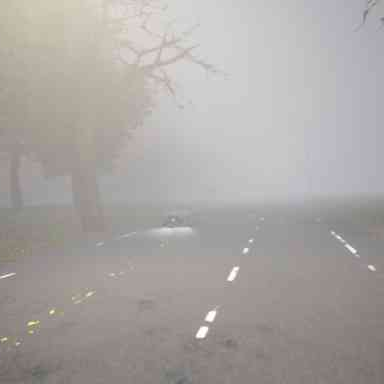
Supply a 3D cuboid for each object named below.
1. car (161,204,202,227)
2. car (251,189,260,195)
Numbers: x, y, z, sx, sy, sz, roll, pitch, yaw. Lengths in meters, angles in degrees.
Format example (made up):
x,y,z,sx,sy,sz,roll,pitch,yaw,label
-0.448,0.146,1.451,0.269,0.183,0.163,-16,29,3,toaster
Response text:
x,y,z,sx,sy,sz,roll,pitch,yaw,label
-0.674,1.515,22.755,1.994,1.385,4.181,-3,0,15,car
17.685,-0.036,92.338,2.097,1.767,4.553,-3,0,15,car
